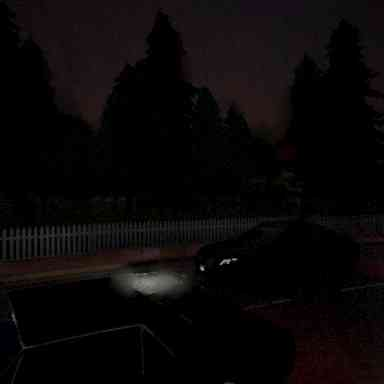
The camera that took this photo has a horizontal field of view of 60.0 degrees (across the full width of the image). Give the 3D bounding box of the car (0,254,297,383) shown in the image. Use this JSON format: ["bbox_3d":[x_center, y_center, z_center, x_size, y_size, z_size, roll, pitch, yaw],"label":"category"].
[{"bbox_3d":[-1.375,1.601,2.869,4.718,1.301,1.895,0,0,-33],"label":"car"}]

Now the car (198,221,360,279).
[{"bbox_3d":[2.359,1.526,8.845,4.674,1.442,1.812,0,0,-25],"label":"car"}]
